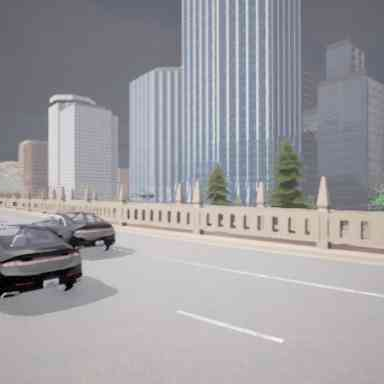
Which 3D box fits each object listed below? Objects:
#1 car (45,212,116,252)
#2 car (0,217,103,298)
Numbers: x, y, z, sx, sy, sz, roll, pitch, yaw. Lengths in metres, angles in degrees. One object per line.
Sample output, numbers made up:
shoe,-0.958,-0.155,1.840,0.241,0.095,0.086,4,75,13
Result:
car,-4.921,1.528,13.044,4.902,1.511,2.128,0,0,43
car,-4.498,1.511,7.911,4.902,1.511,2.128,0,0,41
